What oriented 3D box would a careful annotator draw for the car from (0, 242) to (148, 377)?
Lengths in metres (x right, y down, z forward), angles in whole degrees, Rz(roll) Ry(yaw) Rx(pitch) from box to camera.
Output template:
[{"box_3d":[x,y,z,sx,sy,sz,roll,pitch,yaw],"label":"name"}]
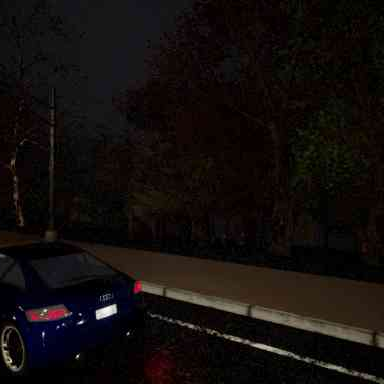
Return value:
[{"box_3d":[-2.747,1.563,5.628,4.181,1.385,1.994,0,0,37],"label":"car"}]
